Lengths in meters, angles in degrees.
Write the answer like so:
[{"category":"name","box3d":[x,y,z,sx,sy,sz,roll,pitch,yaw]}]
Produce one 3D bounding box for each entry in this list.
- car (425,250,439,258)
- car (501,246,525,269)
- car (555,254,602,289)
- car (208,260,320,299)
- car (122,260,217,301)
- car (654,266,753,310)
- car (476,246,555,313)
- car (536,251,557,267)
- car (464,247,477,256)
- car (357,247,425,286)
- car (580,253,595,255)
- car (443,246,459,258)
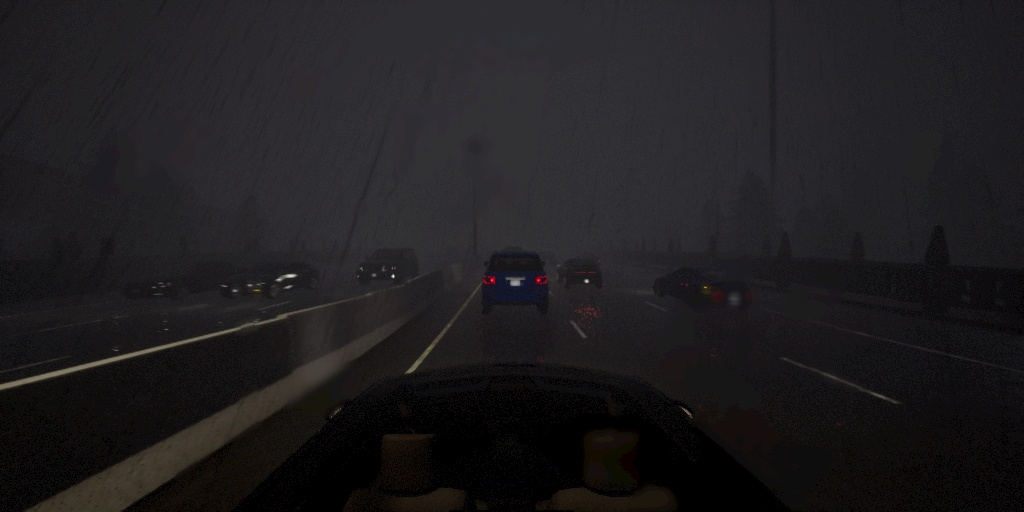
[{"category":"car","box3d":[-14.000,-0.320,62.168,1.895,1.301,4.718,0,0,0]},{"category":"car","box3d":[0.101,0.076,34.622,2.150,2.045,5.566,0,2,0]},{"category":"car","box3d":[3.600,0.870,19.685,1.837,1.490,4.892,0,2,0]},{"category":"car","box3d":[-10.599,0.988,16.158,1.837,1.490,4.892,0,2,0]},{"category":"car","box3d":[-14.099,0.970,15.912,1.882,1.535,5.008,0,2,0]},{"category":"car","box3d":[7.100,1.095,13.730,1.812,1.442,4.674,0,2,0]},{"category":"car","box3d":[0.100,0.804,13.349,2.150,2.045,5.566,0,2,0]},{"category":"car","box3d":[3.600,0.259,38.142,1.812,1.442,4.674,0,2,0]},{"category":"car","box3d":[-7.000,-0.753,62.223,1.812,1.442,4.674,0,0,0]},{"category":"car","box3d":[-7.099,0.533,21.202,2.150,2.045,5.566,0,2,0]},{"category":"car","box3d":[7.100,0.416,34.190,2.033,1.411,5.357,0,2,0]},{"category":"car","box3d":[-10.500,-0.665,62.169,2.150,2.045,5.566,0,0,0]}]
